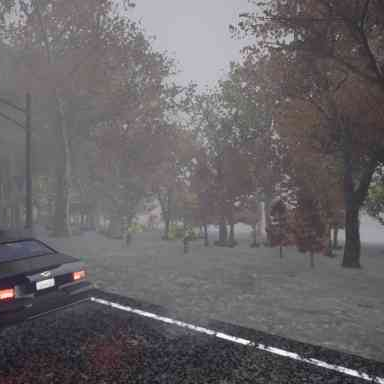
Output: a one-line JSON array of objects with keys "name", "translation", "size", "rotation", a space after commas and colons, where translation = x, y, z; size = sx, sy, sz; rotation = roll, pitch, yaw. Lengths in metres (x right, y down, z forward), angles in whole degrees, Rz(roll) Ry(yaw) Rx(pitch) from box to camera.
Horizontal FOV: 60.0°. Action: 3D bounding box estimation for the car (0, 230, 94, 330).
[{"name": "car", "translation": [-4.181, 1.506, 6.621], "size": [5.357, 1.411, 2.033], "rotation": [-2, 1, 39]}]
